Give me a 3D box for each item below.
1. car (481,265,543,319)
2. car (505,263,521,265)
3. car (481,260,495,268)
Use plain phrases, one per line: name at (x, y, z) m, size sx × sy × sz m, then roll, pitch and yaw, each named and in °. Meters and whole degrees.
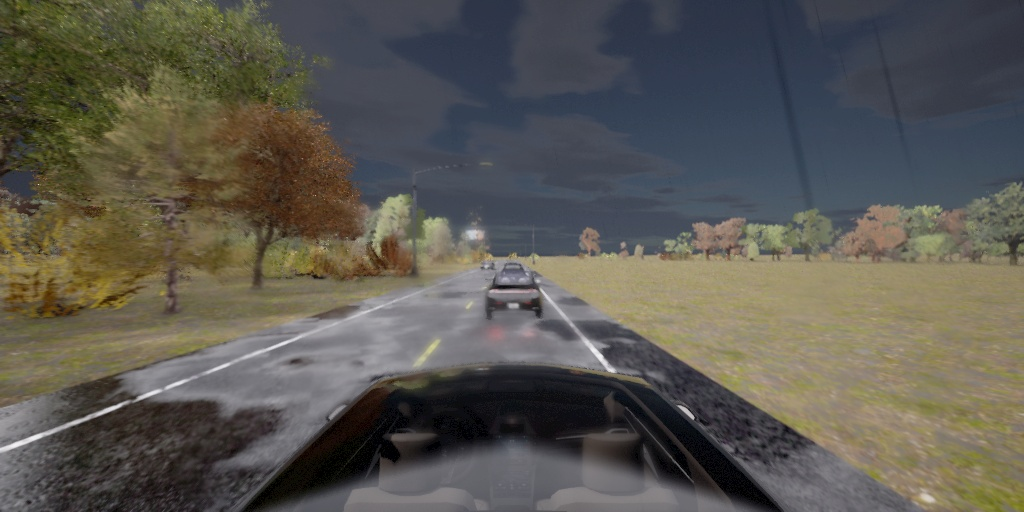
car at (0.073, 1.264, 12.946) m, size 2.128 × 1.511 × 4.902 m, roll 0°, pitch 0°, yaw 0°
car at (0.076, 1.308, 28.065) m, size 1.837 × 1.490 × 4.892 m, roll 0°, pitch 0°, yaw 0°
car at (-3.557, 1.342, 52.966) m, size 2.128 × 1.511 × 4.902 m, roll 0°, pitch 0°, yaw 0°
